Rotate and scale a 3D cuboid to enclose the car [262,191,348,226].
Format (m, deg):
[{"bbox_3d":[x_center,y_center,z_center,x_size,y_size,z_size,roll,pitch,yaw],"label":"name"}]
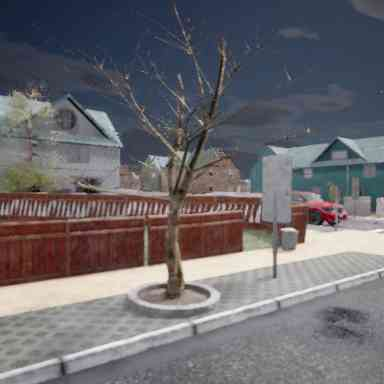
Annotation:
[{"bbox_3d":[6.901,0.949,21.179,2.150,2.045,5.566,1,1,-36],"label":"car"}]
